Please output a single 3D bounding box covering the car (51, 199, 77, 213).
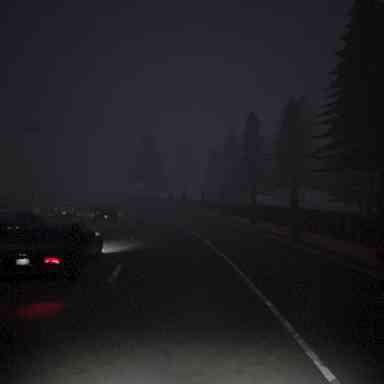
[{"bbox_3d":[-12.088,1.666,31.797,1.812,1.442,4.674,0,0,-18],"label":"car"}]

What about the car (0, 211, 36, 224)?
[{"bbox_3d":[-8.237,1.599,15.624,1.812,1.442,4.674,0,0,-9],"label":"car"}]

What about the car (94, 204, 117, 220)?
[{"bbox_3d":[-7.638,1.724,29.297,1.895,1.301,4.718,0,0,-16],"label":"car"}]

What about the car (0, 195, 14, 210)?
[{"bbox_3d":[-27.055,1.445,48.107,2.150,2.045,5.566,0,0,-29],"label":"car"}]

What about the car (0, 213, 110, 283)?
[{"bbox_3d":[-3.951,1.591,9.816,2.033,1.411,5.357,0,0,-5],"label":"car"}]

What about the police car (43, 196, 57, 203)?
[{"bbox_3d":[-34.999,1.792,81.889,5.238,1.638,1.930,0,0,43],"label":"police car"}]
